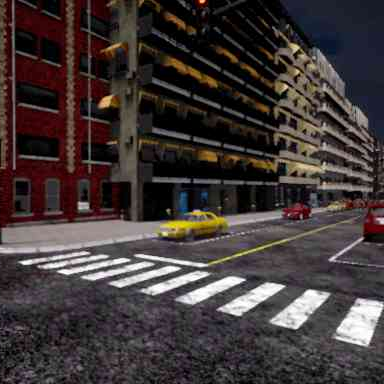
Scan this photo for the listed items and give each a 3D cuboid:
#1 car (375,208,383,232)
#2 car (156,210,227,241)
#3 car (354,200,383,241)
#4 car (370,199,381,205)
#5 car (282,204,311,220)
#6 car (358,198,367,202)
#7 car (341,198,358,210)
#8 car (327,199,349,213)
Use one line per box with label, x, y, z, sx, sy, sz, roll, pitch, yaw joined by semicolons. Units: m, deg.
car;13.580;1.828;22.155;1.887;1.381;4.507;-1;-1;35
car;0.114;1.656;17.469;1.752;1.417;4.829;-1;-1;35
car;10.331;1.538;17.518;2.192;1.841;5.009;-1;-1;35
car;45.671;2.514;82.585;1.947;1.339;4.313;-1;-1;35
car;9.953;1.859;31.532;1.887;1.381;4.507;-1;-1;35
car;29.435;2.213;59.379;1.887;1.381;4.507;-1;-1;35
car;22.939;1.867;50.100;2.192;1.841;5.009;-1;-1;35
car;19.595;2.016;45.316;1.752;1.417;4.829;-1;-1;35
